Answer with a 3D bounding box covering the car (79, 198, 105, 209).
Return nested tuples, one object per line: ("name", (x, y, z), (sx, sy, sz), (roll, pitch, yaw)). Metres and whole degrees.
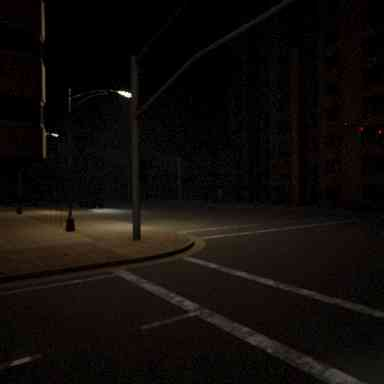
("car", (-12.614, 1.449, 41.785), (1.895, 1.301, 4.718), (-1, 0, -35))
